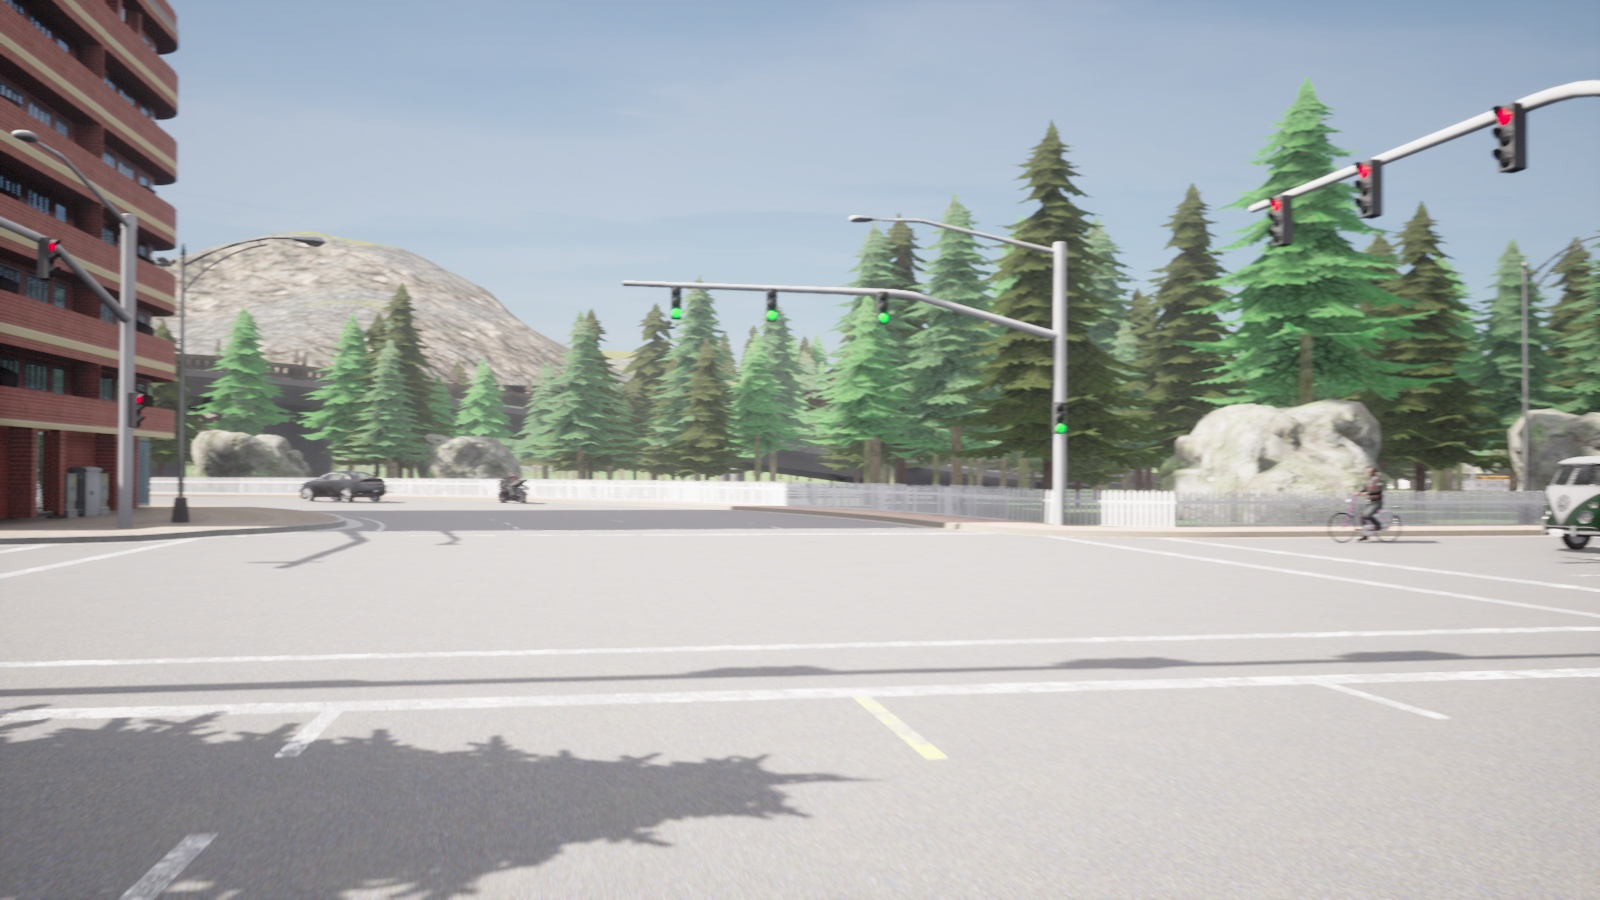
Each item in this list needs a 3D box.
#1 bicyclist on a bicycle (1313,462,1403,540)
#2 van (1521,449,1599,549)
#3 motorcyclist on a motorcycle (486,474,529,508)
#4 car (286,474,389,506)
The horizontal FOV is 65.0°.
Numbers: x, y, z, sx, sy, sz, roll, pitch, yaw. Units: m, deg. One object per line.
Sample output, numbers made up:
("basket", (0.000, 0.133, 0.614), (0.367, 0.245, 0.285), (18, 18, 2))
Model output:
("bicyclist on a bicycle", (12.887, 1.167, 29.011), (1.843, 1.776, 0.659), (0, -1, -10))
("van", (17.732, 0.975, 26.283), (4.442, 1.987, 1.775), (0, -1, -10))
("motorcyclist on a motorcycle", (-13.755, 1.917, 59.018), (2.191, 1.530, 0.866), (-1, -1, 41))
("car", (-22.418, 1.913, 60.841), (4.902, 1.511, 2.128), (-1, -1, 32))
